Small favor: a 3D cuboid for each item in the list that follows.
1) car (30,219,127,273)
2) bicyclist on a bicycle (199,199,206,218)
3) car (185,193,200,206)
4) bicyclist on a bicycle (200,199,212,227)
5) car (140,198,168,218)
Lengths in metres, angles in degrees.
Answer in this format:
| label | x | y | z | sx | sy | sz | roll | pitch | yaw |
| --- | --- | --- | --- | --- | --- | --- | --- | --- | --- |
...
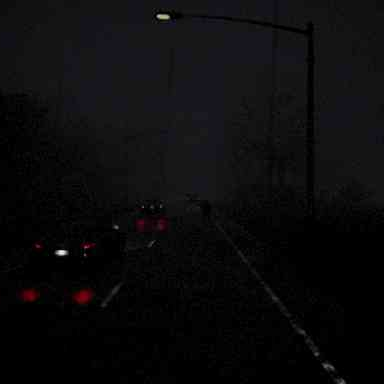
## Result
| label | x | y | z | sx | sy | sz | roll | pitch | yaw |
| --- | --- | --- | --- | --- | --- | --- | --- | --- | --- |
| car | -3.401 | 1.559 | 10.683 | 1.994 | 1.385 | 4.181 | 0 | 0 | 0 |
| bicyclist on a bicycle | 0.969 | 1.440 | 29.830 | 0.582 | 1.620 | 1.656 | 0 | 0 | 0 |
| car | 0.105 | 1.200 | 54.185 | 2.150 | 2.045 | 5.566 | 0 | 0 | 0 |
| bicyclist on a bicycle | 0.968 | 1.361 | 21.032 | 0.659 | 1.776 | 1.843 | 0 | 0 | 0 |
| car | -3.399 | 1.338 | 30.530 | 2.097 | 1.767 | 4.553 | 0 | 0 | 0 |
